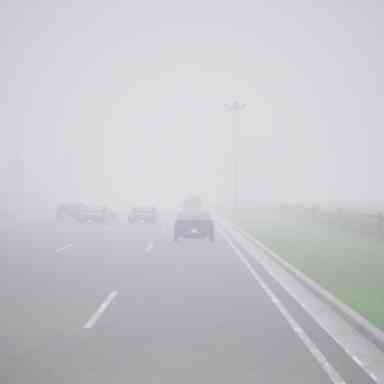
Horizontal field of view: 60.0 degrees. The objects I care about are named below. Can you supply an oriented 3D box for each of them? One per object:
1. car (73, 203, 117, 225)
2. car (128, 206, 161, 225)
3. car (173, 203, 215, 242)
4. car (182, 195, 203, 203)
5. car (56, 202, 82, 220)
[{"bbox_3d":[-6.905,1.691,24.682,1.895,1.301,4.718,0,0,0],"label":"car"},{"bbox_3d":[-3.407,1.691,24.683,1.895,1.301,4.718,0,0,0],"label":"car"},{"bbox_3d":[0.096,1.539,16.900,1.882,1.535,5.008,0,0,0],"label":"car"},{"bbox_3d":[0.091,1.362,38.047,2.150,2.045,5.566,0,0,0],"label":"car"},{"bbox_3d":[-10.406,1.613,29.493,1.837,1.490,4.892,0,0,0],"label":"car"}]
